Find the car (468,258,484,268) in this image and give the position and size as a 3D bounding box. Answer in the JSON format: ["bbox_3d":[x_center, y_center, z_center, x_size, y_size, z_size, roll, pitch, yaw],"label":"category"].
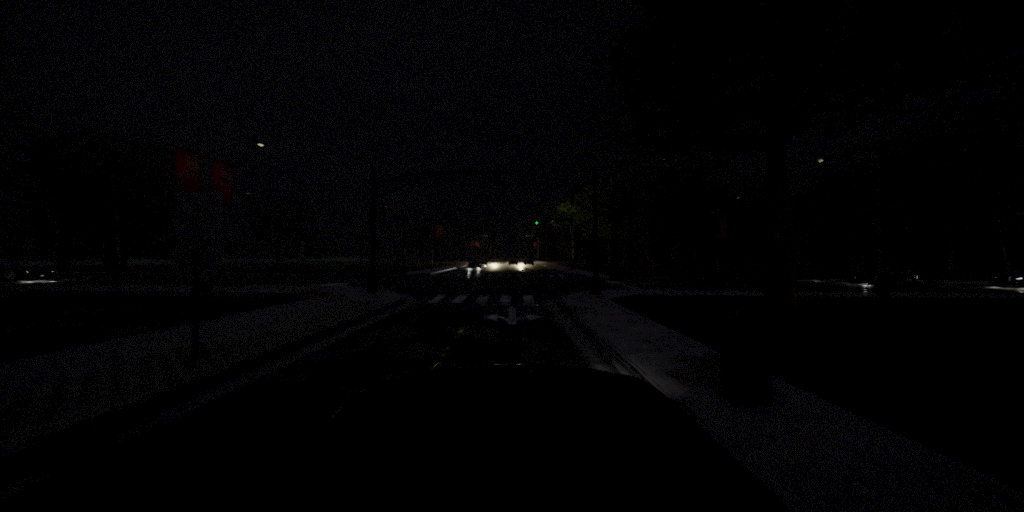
[{"bbox_3d":[-6.233,1.215,60.194,1.837,1.490,4.892,0,0,0],"label":"car"}]

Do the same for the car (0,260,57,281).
[{"bbox_3d":[-35.758,0.980,25.295,5.357,1.411,2.033,0,-1,0],"label":"car"}]

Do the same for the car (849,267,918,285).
[{"bbox_3d":[32.605,1.703,31.522,4.892,1.490,1.837,1,-1,0],"label":"car"}]

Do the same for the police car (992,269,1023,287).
[{"bbox_3d":[40.846,1.725,28.125,4.974,1.542,2.038,1,-1,0],"label":"police car"}]
